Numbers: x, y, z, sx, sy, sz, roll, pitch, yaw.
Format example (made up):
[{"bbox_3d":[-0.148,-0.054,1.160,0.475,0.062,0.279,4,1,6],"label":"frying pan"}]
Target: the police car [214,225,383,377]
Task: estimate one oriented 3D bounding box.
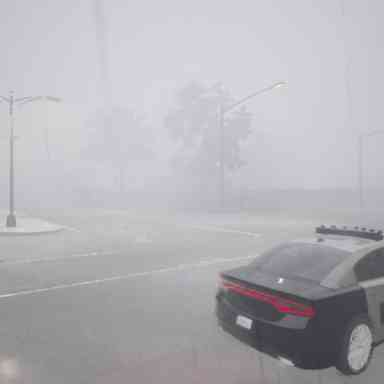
[{"bbox_3d":[2.759,1.425,5.709,5.238,1.638,1.930,0,0,-36],"label":"police car"}]
